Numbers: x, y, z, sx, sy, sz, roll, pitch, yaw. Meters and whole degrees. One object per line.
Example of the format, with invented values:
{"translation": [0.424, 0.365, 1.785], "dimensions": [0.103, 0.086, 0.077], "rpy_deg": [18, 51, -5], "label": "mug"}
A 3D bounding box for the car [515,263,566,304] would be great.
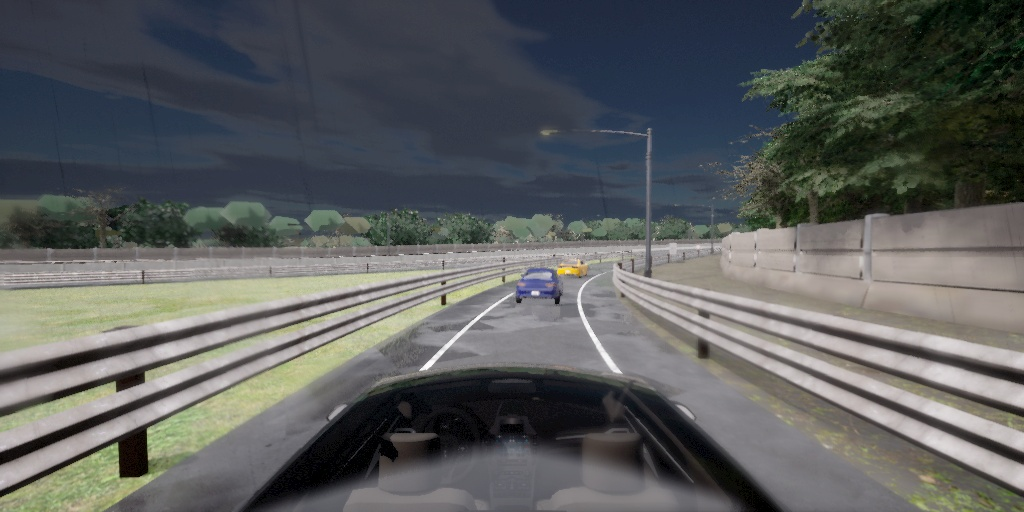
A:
{"translation": [1.311, 1.252, 16.107], "dimensions": [1.812, 1.442, 4.674], "rpy_deg": [0, 0, 10], "label": "car"}

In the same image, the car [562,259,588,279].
{"translation": [5.199, 1.016, 30.253], "dimensions": [1.882, 1.535, 5.008], "rpy_deg": [1, 1, 20], "label": "car"}
